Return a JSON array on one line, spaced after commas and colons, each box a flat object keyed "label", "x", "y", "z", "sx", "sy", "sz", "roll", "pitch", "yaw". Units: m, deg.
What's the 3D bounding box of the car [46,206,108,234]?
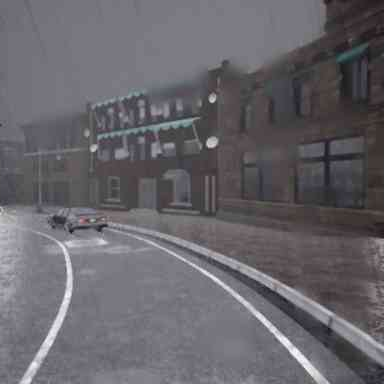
[{"label": "car", "x": -6.669, "y": 1.506, "z": 18.995, "sx": 2.033, "sy": 1.411, "sz": 5.357, "roll": -1, "pitch": 1, "yaw": -39}]
